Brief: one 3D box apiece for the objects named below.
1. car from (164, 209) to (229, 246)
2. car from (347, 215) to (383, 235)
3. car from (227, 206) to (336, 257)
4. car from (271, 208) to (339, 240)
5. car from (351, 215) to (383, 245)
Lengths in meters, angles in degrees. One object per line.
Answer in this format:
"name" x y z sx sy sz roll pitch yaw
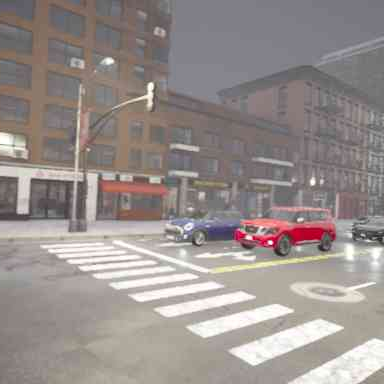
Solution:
"car" 0.835 1.627 16.696 4.553 1.767 2.097 4 -1 -39
"car" 15.358 2.756 28.303 4.892 1.490 1.837 4 -1 -39
"car" 4.533 1.688 15.489 5.566 2.045 2.150 4 -1 -39
"car" 7.591 2.084 22.095 4.553 1.767 2.097 4 -1 -39
"car" 12.319 2.468 21.716 5.008 1.535 1.882 4 -1 -38
